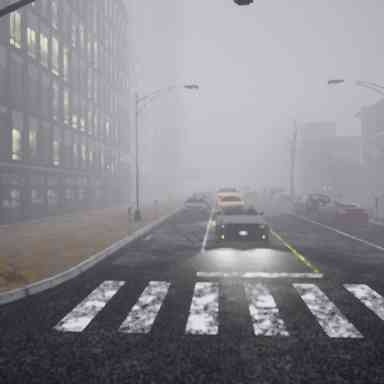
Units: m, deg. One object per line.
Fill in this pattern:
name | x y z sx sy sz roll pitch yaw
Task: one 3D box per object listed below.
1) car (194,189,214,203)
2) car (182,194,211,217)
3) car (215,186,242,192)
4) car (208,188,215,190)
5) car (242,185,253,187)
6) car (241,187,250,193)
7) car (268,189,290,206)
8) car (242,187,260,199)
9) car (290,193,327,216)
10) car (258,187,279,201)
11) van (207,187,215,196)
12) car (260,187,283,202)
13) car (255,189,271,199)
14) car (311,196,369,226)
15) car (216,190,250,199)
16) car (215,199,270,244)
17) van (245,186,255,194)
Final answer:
car | 0.732 0.772 29.968 1.967 1.590 4.097 0 1 5
car | 0.273 1.034 24.446 1.802 1.307 4.206 0 1 5
car | 3.718 0.419 34.648 2.150 2.045 5.566 -1 1 5
car | 2.110 0.546 46.551 1.802 1.307 4.206 0 1 5
car | 8.405 -0.047 53.761 2.150 2.045 5.566 -1 1 5
car | 13.674 -0.577 84.534 1.967 1.590 4.097 0 1 5
car | 9.543 0.676 34.801 2.008 1.369 4.403 0 1 5
car | 7.630 0.462 43.776 1.837 1.490 4.892 -1 1 5
car | 8.624 0.807 23.748 1.967 1.590 4.097 0 1 5
car | 10.461 0.194 45.850 2.192 1.841 5.009 0 1 5
van | 3.947 -0.202 68.649 1.690 1.788 3.998 0 1 5
car | 10.002 0.318 40.321 2.192 1.841 5.009 0 1 5
car | 10.934 0.275 51.550 1.752 1.417 4.829 0 1 5
car | 8.165 1.068 18.222 1.802 1.307 4.206 0 1 5
car | 2.824 0.908 24.004 1.882 1.535 5.008 -1 1 5
car | 1.970 1.218 13.676 1.994 1.385 4.181 -1 1 5
van | 12.756 -0.416 73.480 1.690 1.788 3.998 0 1 5
